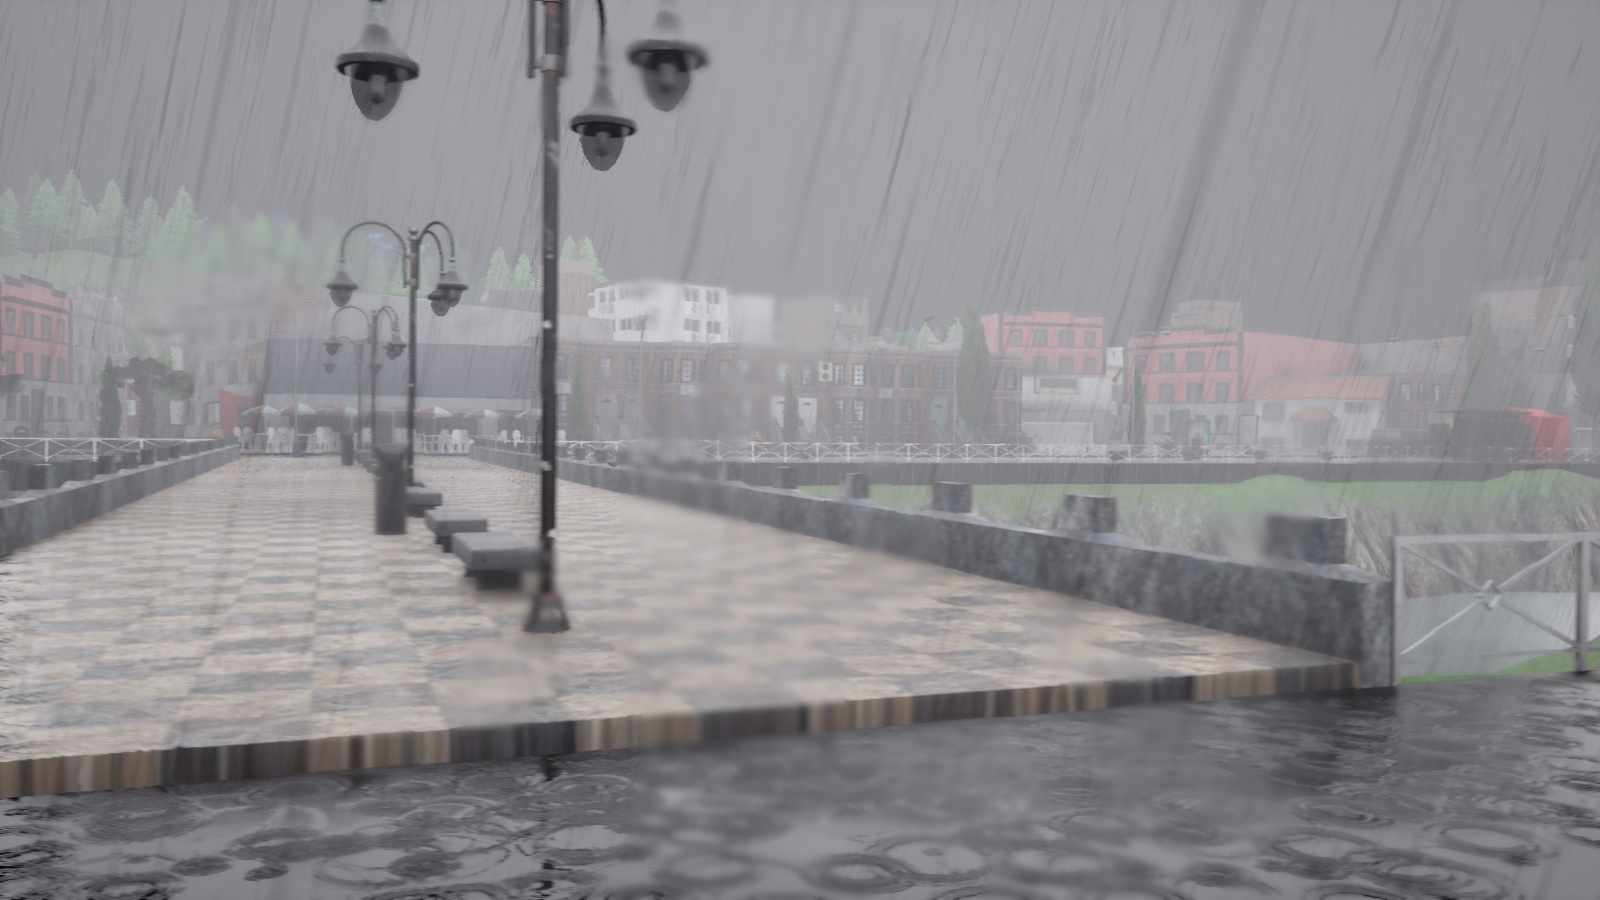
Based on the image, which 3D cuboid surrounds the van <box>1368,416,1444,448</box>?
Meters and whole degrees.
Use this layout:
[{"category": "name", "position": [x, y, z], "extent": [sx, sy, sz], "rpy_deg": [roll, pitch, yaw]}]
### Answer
[{"category": "van", "position": [38.671, -1.172, 80.166], "extent": [4.442, 1.987, 1.775], "rpy_deg": [-1, 1, -21]}]
